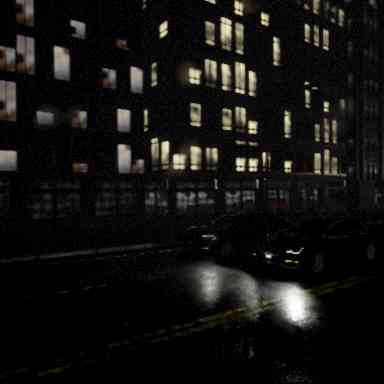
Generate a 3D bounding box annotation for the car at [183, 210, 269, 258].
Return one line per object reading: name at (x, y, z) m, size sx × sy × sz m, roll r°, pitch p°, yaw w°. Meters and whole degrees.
car at (1.952, 1.501, 13.059) m, size 5.008 × 1.535 × 1.882 m, roll 0°, pitch 0°, yaw -35°

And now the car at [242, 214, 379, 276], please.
car at (4.085, 1.529, 10.587) m, size 4.892 × 1.490 × 1.837 m, roll 0°, pitch 0°, yaw -35°
